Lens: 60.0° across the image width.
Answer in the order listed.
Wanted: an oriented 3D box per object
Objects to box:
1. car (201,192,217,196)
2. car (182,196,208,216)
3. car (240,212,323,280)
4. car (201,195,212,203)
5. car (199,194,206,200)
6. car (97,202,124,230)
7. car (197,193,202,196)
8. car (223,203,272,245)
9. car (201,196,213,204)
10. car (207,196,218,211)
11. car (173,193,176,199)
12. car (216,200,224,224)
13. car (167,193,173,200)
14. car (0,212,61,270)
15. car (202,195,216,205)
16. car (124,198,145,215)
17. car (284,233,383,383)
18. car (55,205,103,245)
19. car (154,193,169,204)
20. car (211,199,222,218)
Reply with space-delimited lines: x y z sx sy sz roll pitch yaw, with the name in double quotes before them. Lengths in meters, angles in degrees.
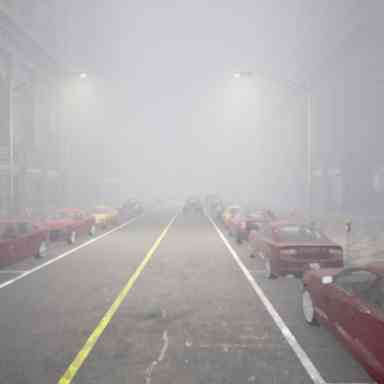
"car" 2.754 1.163 48.937 2.192 1.841 5.009 0 0 0
"car" 0.095 1.391 31.260 2.128 1.511 4.902 0 0 0
"car" 2.759 1.514 9.725 1.887 1.381 4.507 0 0 0
"car" 2.753 1.349 65.743 2.008 1.369 4.403 0 0 0
"car" 2.751 1.298 88.149 1.947 1.339 4.313 0 0 0
"car" -5.767 1.460 20.749 1.752 1.417 4.829 0 0 0
"car" 0.026 1.286 46.608 2.033 1.649 4.856 0 0 1
"car" 2.758 1.392 15.326 1.967 1.590 4.097 0 0 0
"car" 2.754 1.381 60.141 1.947 1.339 4.313 0 0 0
"car" 2.756 1.427 37.734 1.887 1.381 4.507 0 0 0
"car" -5.775 1.064 82.543 2.192 1.841 5.009 0 0 0
"car" 2.758 1.459 21.098 1.752 1.417 4.829 0 0 0
"car" -5.773 1.333 71.339 2.008 1.369 4.403 0 0 0
"car" -5.766 1.514 9.715 1.887 1.381 4.507 0 0 0
"car" 2.754 1.272 54.539 1.967 1.590 4.097 0 0 0
"car" -5.769 1.340 32.124 1.967 1.590 4.097 0 0 0
"car" 2.760 1.531 4.123 1.887 1.381 4.507 0 0 0
"car" -5.767 1.497 15.317 1.887 1.381 4.507 0 0 0
"car" -5.771 1.360 60.134 1.887 1.381 4.507 0 0 0
"car" 2.758 1.499 26.530 1.802 1.307 4.206 0 0 0
